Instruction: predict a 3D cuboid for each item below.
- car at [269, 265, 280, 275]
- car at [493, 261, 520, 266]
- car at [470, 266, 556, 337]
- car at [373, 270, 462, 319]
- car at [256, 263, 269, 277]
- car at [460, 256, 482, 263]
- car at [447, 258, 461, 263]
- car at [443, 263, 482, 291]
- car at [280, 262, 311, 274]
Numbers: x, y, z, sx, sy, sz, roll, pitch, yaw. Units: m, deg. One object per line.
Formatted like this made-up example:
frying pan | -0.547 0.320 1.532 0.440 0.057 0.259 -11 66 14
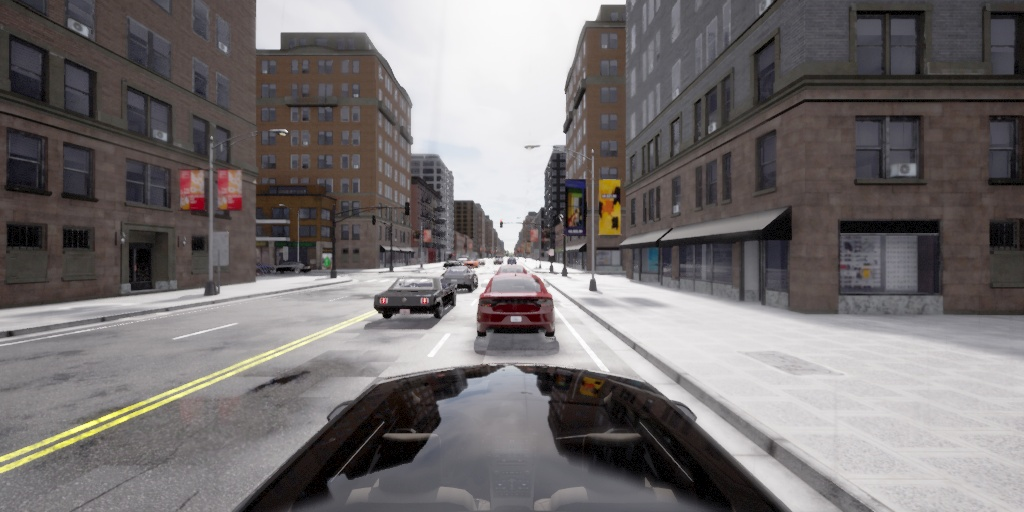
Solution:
car | -26.442 1.216 35.674 5.008 1.535 1.882 0 0 0
car | -0.004 1.226 19.881 1.882 1.535 5.008 0 0 0
car | 0.099 1.227 10.310 1.882 1.535 5.008 0 0 0
car | -3.153 1.350 12.785 1.895 1.301 4.718 0 0 0
car | -25.424 1.169 33.129 4.097 1.591 1.967 0 0 0
car | -6.596 1.091 58.167 2.097 1.767 4.553 0 0 0
car | -9.846 1.340 57.663 1.895 1.301 4.718 0 0 0
car | -3.156 1.312 21.542 1.994 1.385 4.181 0 0 0
car | -25.385 1.325 41.154 4.313 1.339 1.948 0 0 0
